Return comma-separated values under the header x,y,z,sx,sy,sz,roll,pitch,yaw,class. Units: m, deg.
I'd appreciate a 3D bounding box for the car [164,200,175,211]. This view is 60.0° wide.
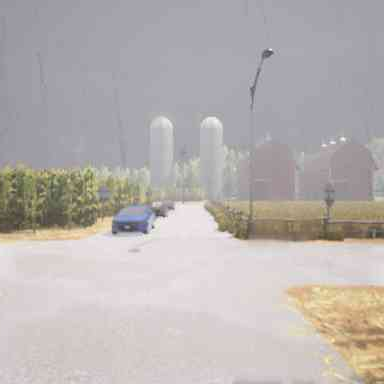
x,y,z,sx,sy,sz,roll,pitch,yaw,class
-3.281,1.828,45.876,2.033,1.411,5.357,0,0,0,car

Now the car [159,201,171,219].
x,y,z,sx,sy,sz,roll,pitch,yaw,class
-3.265,1.766,31.099,1.895,1.301,4.718,0,-1,0,car

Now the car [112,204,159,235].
x,y,z,sx,sy,sz,roll,pitch,yaw,class
-3.241,1.521,19.119,1.882,1.535,5.008,0,-1,0,car
